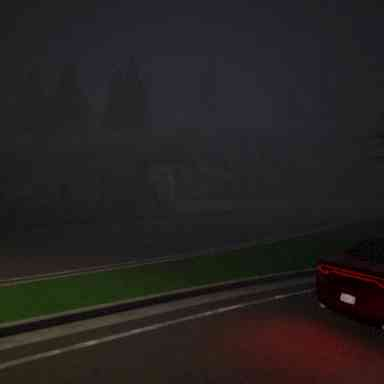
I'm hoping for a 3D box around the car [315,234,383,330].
[{"bbox_3d":[4.592,1.505,6.307,5.008,1.535,1.882,0,0,-28],"label":"car"}]
